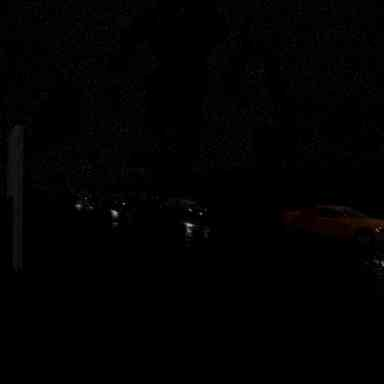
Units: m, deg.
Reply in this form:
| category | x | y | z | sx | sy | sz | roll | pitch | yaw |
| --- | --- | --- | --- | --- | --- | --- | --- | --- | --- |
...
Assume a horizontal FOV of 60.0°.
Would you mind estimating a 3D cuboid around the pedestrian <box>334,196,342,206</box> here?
| category | x | y | z | sx | sy | sz | roll | pitch | yaw |
| --- | --- | --- | --- | --- | --- | --- | --- | --- | --- |
| pedestrian | 9.154 | 1.137 | 20.997 | 0.375 | 1.860 | 0.375 | 2 | -1 | -36 |

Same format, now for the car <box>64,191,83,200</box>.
| category | x | y | z | sx | sy | sz | roll | pitch | yaw |
| --- | --- | --- | --- | --- | --- | --- | --- | --- | --- |
| car | -20.494 | 0.604 | 57.283 | 1.895 | 1.301 | 4.718 | 1 | 1 | -36 |

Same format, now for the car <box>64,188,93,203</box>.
| category | x | y | z | sx | sy | sz | roll | pitch | yaw |
| --- | --- | --- | --- | --- | --- | --- | --- | --- | --- |
| car | -15.173 | 0.427 | 44.849 | 2.150 | 2.045 | 5.566 | 1 | 1 | -35 |

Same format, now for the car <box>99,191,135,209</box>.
| category | x | y | z | sx | sy | sz | roll | pitch | yaw |
| --- | --- | --- | --- | --- | --- | --- | --- | --- | --- |
| car | -8.198 | 0.923 | 35.016 | 1.837 | 1.490 | 4.892 | 1 | 0 | -36 |

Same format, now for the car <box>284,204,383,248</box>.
| category | x | y | z | sx | sy | sz | roll | pitch | yaw |
| --- | --- | --- | --- | --- | --- | --- | --- | --- | --- |
| car | 6.408 | 1.339 | 14.559 | 1.882 | 1.535 | 5.008 | 1 | 1 | -36 |

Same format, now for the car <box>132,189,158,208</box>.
| category | x | y | z | sx | sy | sz | roll | pitch | yaw |
| --- | --- | --- | --- | --- | --- | --- | --- | --- | --- |
| car | -5.662 | 0.667 | 36.538 | 2.150 | 2.045 | 5.566 | 1 | 1 | -36 |

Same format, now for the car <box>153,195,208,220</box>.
| category | x | y | z | sx | sy | sz | roll | pitch | yaw |
| --- | --- | --- | --- | --- | --- | --- | --- | --- | --- |
| car | -0.753 | 1.168 | 24.582 | 1.812 | 1.442 | 4.674 | 1 | 1 | -36 |
